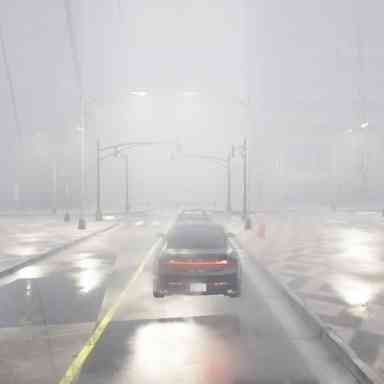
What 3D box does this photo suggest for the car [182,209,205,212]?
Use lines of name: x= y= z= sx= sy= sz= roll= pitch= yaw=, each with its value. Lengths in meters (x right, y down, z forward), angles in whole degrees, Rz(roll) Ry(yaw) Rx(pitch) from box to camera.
car: x=0.066 y=1.556 z=17.413 sx=1.994 sy=1.385 sz=4.181 roll=0 pitch=0 yaw=1

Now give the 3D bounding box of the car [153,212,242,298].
car: x=0.103 y=1.502 z=8.510 sx=1.837 sy=1.490 sz=4.892 roll=0 pitch=0 yaw=0
